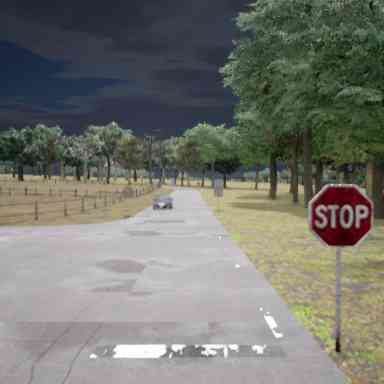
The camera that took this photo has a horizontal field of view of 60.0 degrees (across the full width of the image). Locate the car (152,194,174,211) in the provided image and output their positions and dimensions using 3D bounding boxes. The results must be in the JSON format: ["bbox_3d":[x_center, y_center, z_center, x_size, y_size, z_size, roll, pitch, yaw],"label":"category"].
[{"bbox_3d":[-2.832,0.978,33.261,2.128,1.511,4.902,0,2,0],"label":"car"}]
